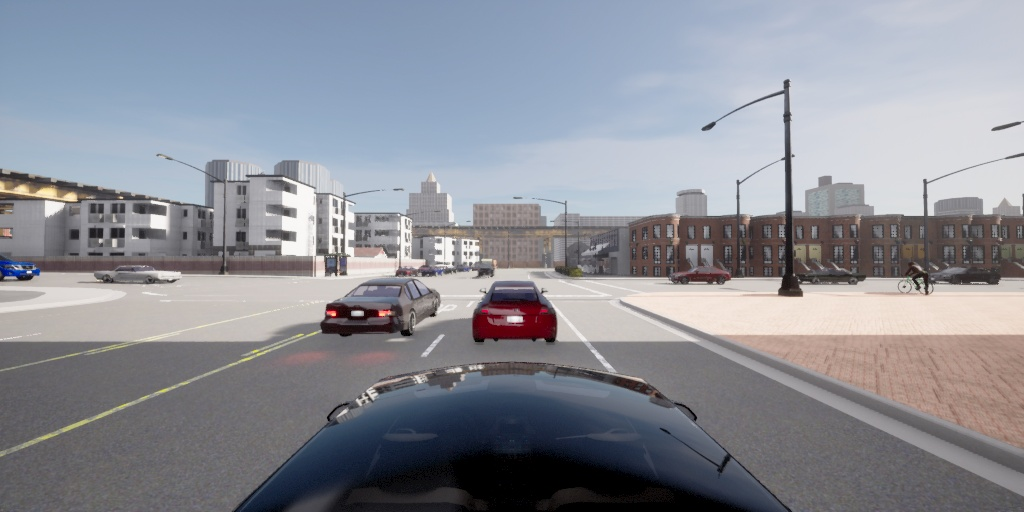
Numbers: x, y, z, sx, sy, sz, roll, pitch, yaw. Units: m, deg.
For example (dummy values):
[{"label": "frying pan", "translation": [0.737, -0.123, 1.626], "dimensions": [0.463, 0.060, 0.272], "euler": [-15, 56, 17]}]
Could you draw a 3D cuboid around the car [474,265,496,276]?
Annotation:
[{"label": "car", "translation": [-3.078, 1.846, 43.883], "dimensions": [1.837, 1.490, 4.892], "euler": [0, -1, 2]}]

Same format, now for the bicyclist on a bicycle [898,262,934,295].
[{"label": "bicyclist on a bicycle", "translation": [20.347, 1.128, 18.119], "dimensions": [0.582, 1.620, 1.656], "euler": [0, -1, 1]}]

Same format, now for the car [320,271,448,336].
[{"label": "car", "translation": [-3.427, 1.336, 10.439], "dimensions": [2.033, 1.411, 5.357], "euler": [0, 0, 0]}]

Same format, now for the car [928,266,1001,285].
[{"label": "car", "translation": [36.106, 1.562, 28.756], "dimensions": [4.674, 1.442, 1.812], "euler": [0, -1, 1]}]

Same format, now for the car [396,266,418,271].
[{"label": "car", "translation": [-13.671, 1.962, 46.697], "dimensions": [1.994, 1.385, 4.181], "euler": [0, -1, 2]}]

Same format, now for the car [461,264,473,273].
[{"label": "car", "translation": [-9.031, 2.360, 64.821], "dimensions": [1.895, 1.301, 4.718], "euler": [0, -1, 6]}]

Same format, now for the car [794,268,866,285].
[{"label": "car", "translation": [25.421, 1.643, 28.990], "dimensions": [4.718, 1.301, 1.895], "euler": [0, -1, 1]}]

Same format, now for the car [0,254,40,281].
[{"label": "car", "translation": [-37.264, 0.724, 25.077], "dimensions": [5.566, 2.045, 2.150], "euler": [2, -1, -13]}]

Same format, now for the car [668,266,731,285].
[{"label": "car", "translation": [15.238, 1.572, 29.195], "dimensions": [4.674, 1.442, 1.812], "euler": [0, -1, 1]}]

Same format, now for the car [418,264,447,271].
[{"label": "car", "translation": [-10.184, 1.989, 46.217], "dimensions": [1.895, 1.301, 4.718], "euler": [0, -1, 3]}]

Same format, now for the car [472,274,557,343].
[{"label": "car", "translation": [0.053, 1.348, 9.760], "dimensions": [1.994, 1.385, 4.181], "euler": [0, 0, 0]}]

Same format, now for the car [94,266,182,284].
[{"label": "car", "translation": [-27.213, 1.354, 26.232], "dimensions": [4.718, 1.301, 1.895], "euler": [1, -1, -1]}]

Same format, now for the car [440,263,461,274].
[{"label": "car", "translation": [-9.722, 2.172, 55.374], "dimensions": [1.895, 1.301, 4.718], "euler": [0, -1, 4]}]
